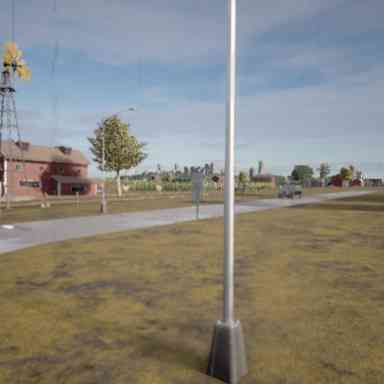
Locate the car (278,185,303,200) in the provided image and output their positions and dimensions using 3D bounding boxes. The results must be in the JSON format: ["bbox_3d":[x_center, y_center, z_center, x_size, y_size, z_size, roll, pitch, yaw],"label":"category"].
[{"bbox_3d":[14.680,-0.014,49.380,2.150,2.045,5.566,2,2,36],"label":"car"}]
